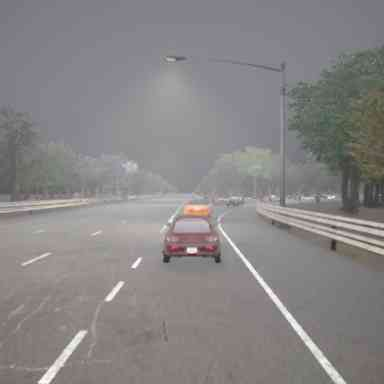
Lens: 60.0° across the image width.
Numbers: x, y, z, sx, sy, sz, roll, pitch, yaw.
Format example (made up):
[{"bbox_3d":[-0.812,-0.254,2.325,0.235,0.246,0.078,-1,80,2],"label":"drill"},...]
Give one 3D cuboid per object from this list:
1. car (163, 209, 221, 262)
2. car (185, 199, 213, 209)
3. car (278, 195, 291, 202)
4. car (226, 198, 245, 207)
[{"bbox_3d":[0.002,1.539,12.018,1.812,1.442,4.674,0,0,0],"label":"car"},{"bbox_3d":[0.653,1.381,28.197,2.097,1.767,4.553,0,0,7],"label":"car"},{"bbox_3d":[20.092,1.396,73.482,2.097,1.767,4.553,0,0,41],"label":"car"},{"bbox_3d":[6.937,1.653,52.131,1.895,1.301,4.718,0,0,24],"label":"car"}]
